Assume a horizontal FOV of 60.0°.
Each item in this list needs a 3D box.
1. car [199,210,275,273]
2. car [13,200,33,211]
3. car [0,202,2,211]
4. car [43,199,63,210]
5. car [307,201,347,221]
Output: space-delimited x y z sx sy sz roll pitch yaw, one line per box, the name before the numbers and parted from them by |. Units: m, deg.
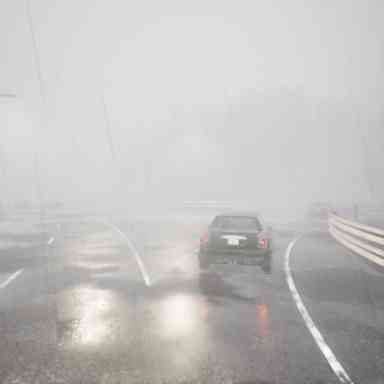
car | 1.684 1.422 11.327 2.097 1.767 4.553 0 0 15
car | -23.023 1.764 45.380 2.033 1.411 5.357 0 0 -35
car | -26.574 1.695 44.391 2.128 1.511 4.902 0 0 -35
car | -19.375 1.706 46.226 1.882 1.535 5.008 0 0 -35
car | 11.743 1.541 28.711 2.097 1.767 4.553 0 0 42
